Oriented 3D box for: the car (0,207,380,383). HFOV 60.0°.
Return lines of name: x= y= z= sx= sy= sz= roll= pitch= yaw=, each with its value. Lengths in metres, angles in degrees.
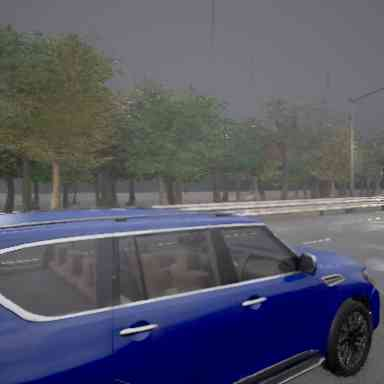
car: x=-0.127 y=1.196 z=3.782 sx=5.566 sy=2.045 sz=2.150 roll=-1 pitch=1 yaw=-36
